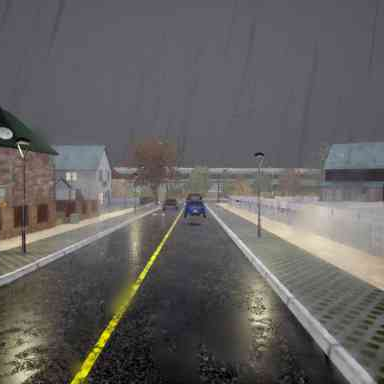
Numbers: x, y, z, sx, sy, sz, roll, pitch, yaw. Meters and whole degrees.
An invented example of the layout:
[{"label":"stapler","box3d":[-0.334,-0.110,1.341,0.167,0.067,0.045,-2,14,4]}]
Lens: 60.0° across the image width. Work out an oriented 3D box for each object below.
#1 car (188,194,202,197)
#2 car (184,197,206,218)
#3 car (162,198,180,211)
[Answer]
[{"label":"car","box3d":[0.347,1.220,43.356,2.150,2.045,5.566,0,0,0]},{"label":"car","box3d":[0.274,1.468,30.597,1.882,1.535,5.008,0,0,0]},{"label":"car","box3d":[-2.522,1.560,40.313,1.837,1.490,4.892,0,0,0]}]
